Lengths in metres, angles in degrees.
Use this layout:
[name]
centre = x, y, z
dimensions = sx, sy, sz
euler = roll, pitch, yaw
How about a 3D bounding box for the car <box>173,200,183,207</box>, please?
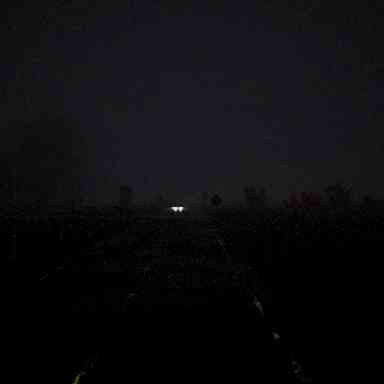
[car]
centre = -2.751, 2.332, 67.051
dimensions = 2.128, 1.511, 4.902
euler = 0, 0, 0
